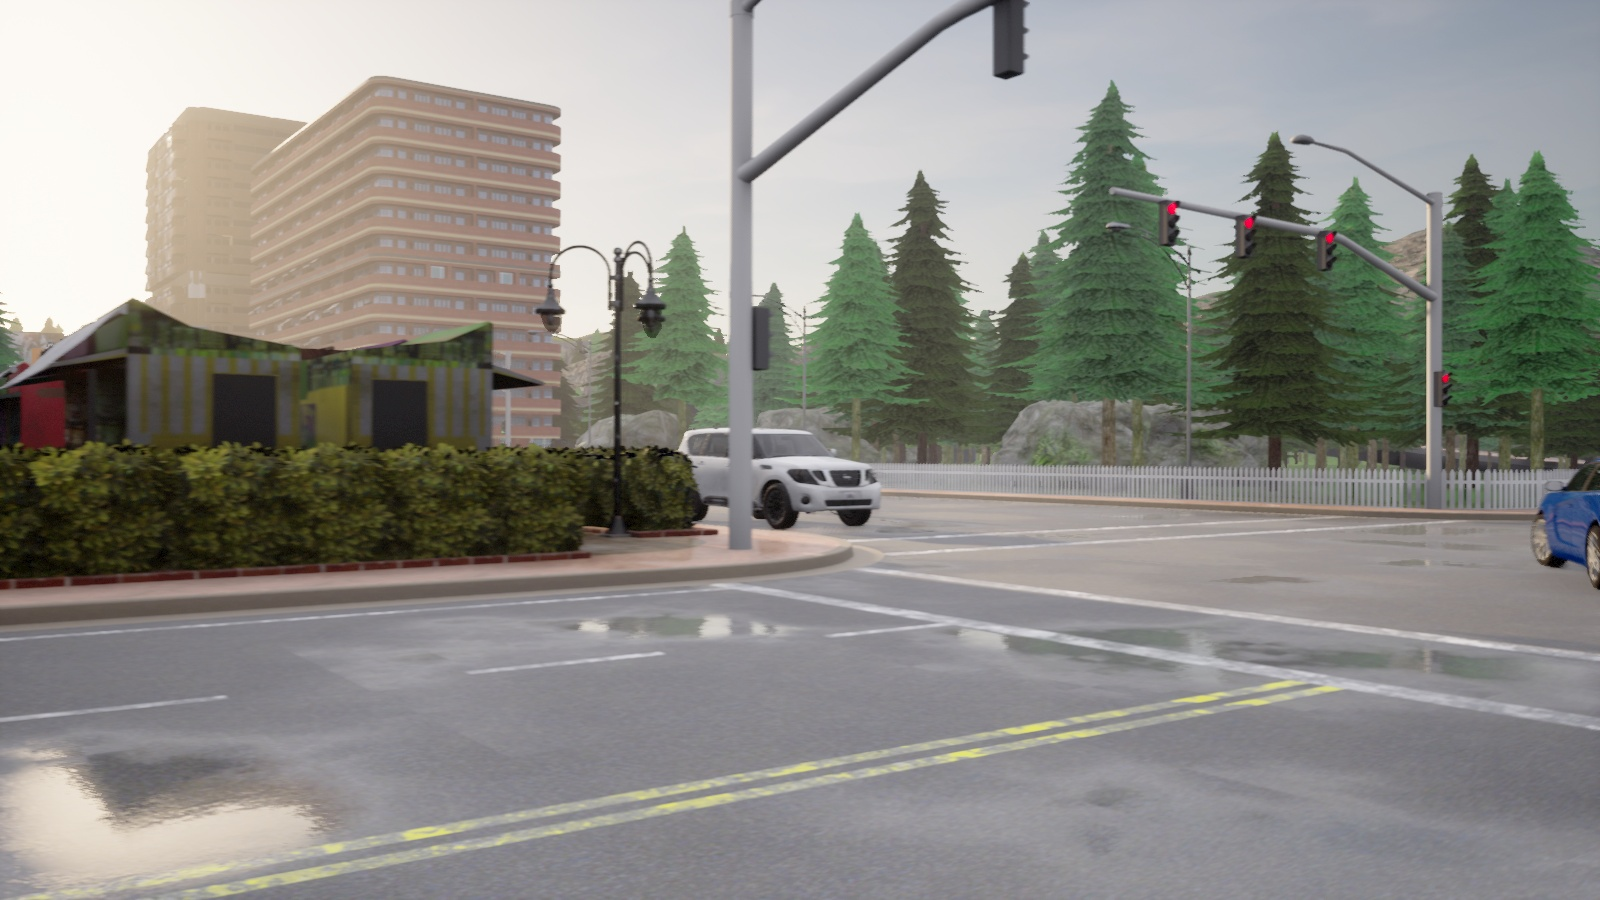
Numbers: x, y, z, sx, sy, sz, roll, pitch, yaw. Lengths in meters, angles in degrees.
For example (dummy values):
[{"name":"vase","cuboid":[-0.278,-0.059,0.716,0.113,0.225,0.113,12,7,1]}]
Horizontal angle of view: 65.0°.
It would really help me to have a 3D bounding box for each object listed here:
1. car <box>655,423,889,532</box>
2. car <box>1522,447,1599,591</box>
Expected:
[{"name":"car","cuboid":[-0.743,0.530,26.519,2.150,2.045,5.566,0,0,-36]},{"name":"car","cuboid":[10.111,0.738,14.913,1.882,1.535,5.008,0,0,21]}]
